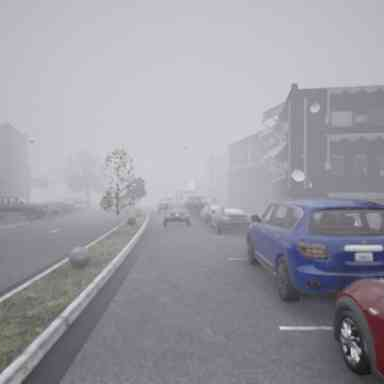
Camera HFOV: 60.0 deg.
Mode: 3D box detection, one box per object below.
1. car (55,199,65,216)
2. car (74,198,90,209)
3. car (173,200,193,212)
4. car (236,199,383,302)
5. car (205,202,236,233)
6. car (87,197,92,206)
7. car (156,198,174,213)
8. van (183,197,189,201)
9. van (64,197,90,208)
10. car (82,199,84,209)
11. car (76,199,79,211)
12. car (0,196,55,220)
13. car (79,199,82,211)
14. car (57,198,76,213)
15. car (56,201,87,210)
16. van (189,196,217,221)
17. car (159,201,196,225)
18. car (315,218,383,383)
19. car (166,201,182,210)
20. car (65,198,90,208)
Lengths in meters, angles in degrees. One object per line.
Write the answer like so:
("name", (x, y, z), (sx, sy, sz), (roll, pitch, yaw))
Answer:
("car", (-15.986, 1.759, 34.053), (4.792, 1.488, 2.163), (0, -1, -8))
("car", (-18.718, 2.060, 50.336), (5.366, 1.575, 1.946), (0, -1, -12))
("car", (-1.296, 1.895, 46.814), (2.097, 1.535, 5.008), (0, -1, -10))
("car", (2.848, 1.188, 8.319), (2.435, 2.045, 5.566), (0, 0, -1))
("car", (2.193, 1.508, 19.345), (2.002, 1.452, 4.674), (0, 0, -4))
("car", (-21.356, 1.995, 60.805), (5.566, 2.045, 2.435), (0, -1, -14))
("car", (-3.352, 1.824, 41.134), (1.837, 1.490, 4.892), (0, -1, -9))
("van", (0.417, 1.457, 36.003), (1.878, 1.987, 4.442), (0, -1, -7))
("van", (-21.892, 2.059, 63.500), (4.442, 1.987, 1.878), (0, -1, -14))
("car", (-18.356, 2.054, 47.624), (4.674, 1.452, 2.002), (0, -1, -11))
("car", (-17.372, 1.936, 42.255), (4.792, 1.488, 2.163), (0, -1, -10))
("car", (-15.267, 1.377, 28.640), (5.566, 2.045, 2.435), (0, -1, -6))
("car", (-17.806, 1.990, 44.949), (4.792, 1.488, 2.163), (0, -1, -10))
("car", (-16.873, 1.850, 39.570), (4.892, 1.521, 2.231), (0, -1, -9))
("car", (-20.068, 2.200, 55.616), (4.674, 1.452, 2.002), (0, -1, -13))
("van", (1.125, 1.363, 30.510), (1.878, 1.987, 4.442), (0, -1, -6))
("car", (-1.168, 1.583, 24.056), (2.033, 1.411, 5.357), (0, -1, -5))
("car", (2.986, 1.333, 2.710), (2.185, 1.767, 4.553), (0, 0, 0))
("car", (-2.976, 2.164, 54.923), (1.895, 1.301, 4.718), (0, -1, -12))
("car", (-22.710, 2.198, 66.136), (4.553, 1.767, 2.185), (0, -1, -14))
